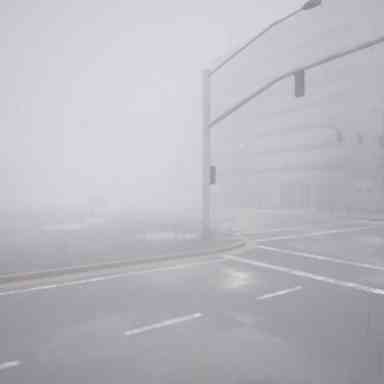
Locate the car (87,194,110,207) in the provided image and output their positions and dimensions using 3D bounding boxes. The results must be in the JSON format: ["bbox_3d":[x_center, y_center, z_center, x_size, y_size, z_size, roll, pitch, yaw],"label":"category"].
[{"bbox_3d":[-14.878,1.293,52.446,2.150,2.045,5.566,0,0,-35],"label":"car"}]
